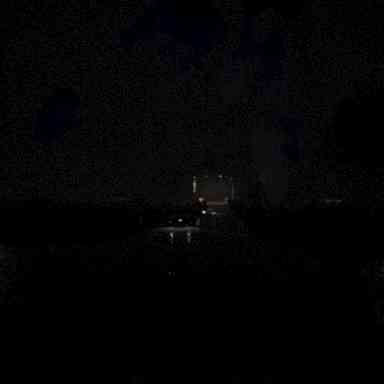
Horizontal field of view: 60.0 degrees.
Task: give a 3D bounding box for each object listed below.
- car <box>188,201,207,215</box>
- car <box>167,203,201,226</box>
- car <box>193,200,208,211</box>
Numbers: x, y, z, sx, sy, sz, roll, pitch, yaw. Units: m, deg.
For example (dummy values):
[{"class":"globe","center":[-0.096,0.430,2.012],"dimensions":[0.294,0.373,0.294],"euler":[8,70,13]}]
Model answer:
[{"class":"car","center":[0.126,1.823,35.477],"dimensions":[2.128,1.511,4.902],"euler":[-1,0,5]},{"class":"car","center":[-0.660,1.808,25.373],"dimensions":[1.994,1.385,4.181],"euler":[-1,-1,5]},{"class":"car","center":[1.346,2.022,50.481],"dimensions":[2.033,1.411,5.357],"euler":[-1,-1,5]}]
